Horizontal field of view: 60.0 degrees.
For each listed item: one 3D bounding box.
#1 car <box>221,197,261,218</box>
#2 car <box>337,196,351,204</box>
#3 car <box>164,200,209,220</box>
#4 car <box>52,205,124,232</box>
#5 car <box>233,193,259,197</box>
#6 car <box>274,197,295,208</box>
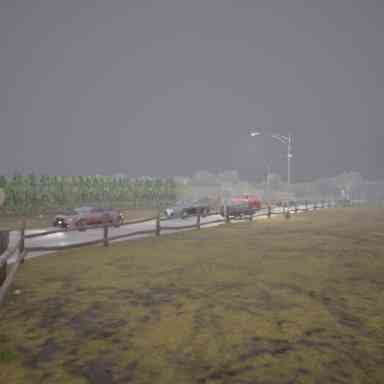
[{"bbox_3d":[4.370,1.509,29.758,1.837,1.490,4.892,2,1,35],"label":"car"},{"bbox_3d":[30.611,1.597,66.897,2.128,1.511,4.902,2,1,35],"label":"car"},{"bbox_3d":[-0.372,1.417,28.159,2.128,1.511,4.902,2,1,35],"label":"car"},{"bbox_3d":[-6.150,1.501,20.040,1.994,1.385,4.181,2,1,35],"label":"car"},{"bbox_3d":[5.711,1.138,36.702,2.150,2.045,5.566,2,1,36],"label":"car"},{"bbox_3d":[13.334,1.420,47.342,1.837,1.490,4.892,2,1,36],"label":"car"}]
